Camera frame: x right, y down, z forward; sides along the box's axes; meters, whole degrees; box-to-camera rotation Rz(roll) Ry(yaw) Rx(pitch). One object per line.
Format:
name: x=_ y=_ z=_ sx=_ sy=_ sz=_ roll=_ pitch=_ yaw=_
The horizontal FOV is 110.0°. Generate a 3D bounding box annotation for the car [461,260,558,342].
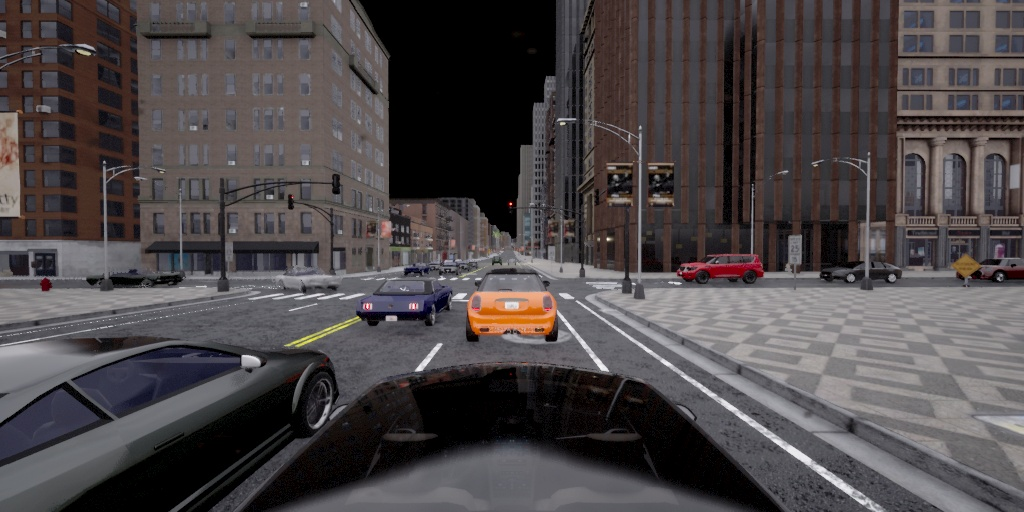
car: x=0.008 y=1.101 z=9.959 sx=2.097 sy=1.767 sz=4.553 roll=0 pitch=0 yaw=0

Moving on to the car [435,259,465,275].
car: x=-6.610 y=1.331 z=38.846 sx=1.994 sy=1.385 sz=4.181 roll=0 pitch=0 yaw=0

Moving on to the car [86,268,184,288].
car: x=-24.682 y=1.452 z=23.619 sx=4.718 sy=1.301 sz=1.895 roll=0 pitch=1 yaw=0

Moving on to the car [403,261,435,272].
car: x=-9.861 y=1.367 z=37.637 sx=1.895 sy=1.301 sz=4.718 roll=0 pitch=0 yaw=0

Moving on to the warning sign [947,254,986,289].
warning sign: x=25.173 y=0.827 z=19.871 sx=1.060 sy=1.860 sz=1.300 roll=0 pitch=0 yaw=0

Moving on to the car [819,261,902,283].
car: x=24.888 y=1.119 z=25.673 sx=4.892 sy=1.490 sz=1.837 roll=0 pitch=1 yaw=0

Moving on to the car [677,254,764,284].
car: x=14.833 y=0.876 z=25.633 sx=5.566 sy=2.045 sz=2.150 roll=0 pitch=1 yaw=0

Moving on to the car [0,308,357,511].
car: x=-3.158 y=1.314 z=2.790 sx=1.994 sy=1.385 sz=4.181 roll=0 pitch=0 yaw=1

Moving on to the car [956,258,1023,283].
car: x=35.007 y=0.926 z=25.705 sx=4.553 sy=1.767 sz=2.097 roll=0 pitch=1 yaw=0

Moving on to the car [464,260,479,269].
car: x=-6.598 y=1.343 z=58.824 sx=1.994 sy=1.385 sz=4.181 roll=0 pitch=0 yaw=0

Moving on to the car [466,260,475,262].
car: x=-6.613 y=1.338 z=48.804 sx=1.994 sy=1.385 sz=4.181 roll=0 pitch=0 yaw=0

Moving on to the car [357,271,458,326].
car: x=-3.152 y=1.350 z=11.610 sx=1.895 sy=1.301 sz=4.718 roll=0 pitch=0 yaw=0

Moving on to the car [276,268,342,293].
car: x=-11.759 y=1.355 z=20.720 sx=4.718 sy=1.301 sz=1.895 roll=0 pitch=0 yaw=39
